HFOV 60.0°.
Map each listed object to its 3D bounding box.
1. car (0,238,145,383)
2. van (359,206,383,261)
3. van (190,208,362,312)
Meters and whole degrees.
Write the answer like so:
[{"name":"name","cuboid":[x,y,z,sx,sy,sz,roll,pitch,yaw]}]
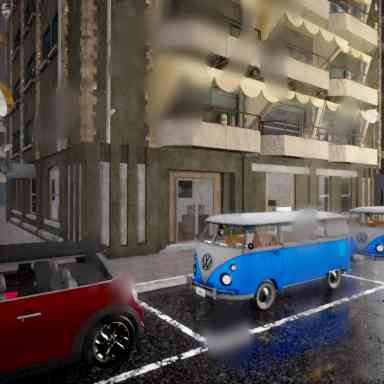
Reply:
[{"name":"car","cuboid":[-2.755,1.440,4.128,4.097,1.590,1.967,0,0,-36]},{"name":"van","cuboid":[6.496,1.345,10.755,3.998,1.788,1.690,0,0,-36]},{"name":"van","cuboid":[1.870,1.342,7.441,3.998,1.788,1.690,0,0,-36]}]
